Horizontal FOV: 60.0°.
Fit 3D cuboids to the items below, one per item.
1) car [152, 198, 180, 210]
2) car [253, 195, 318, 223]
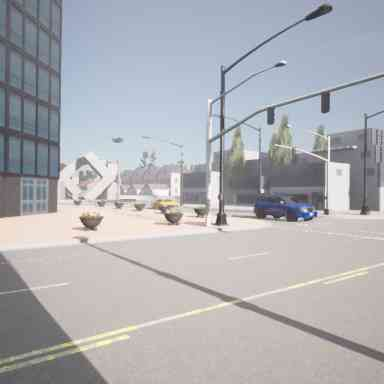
[{"bbox_3d":[-3.406,1.566,42.975,1.882,1.535,5.008,1,-1,-34],"label":"car"},{"bbox_3d":[7.459,1.309,27.211,2.150,2.045,5.566,1,0,-33],"label":"car"}]
